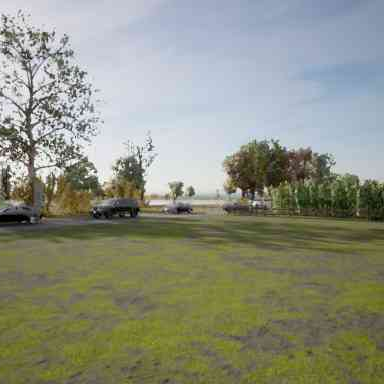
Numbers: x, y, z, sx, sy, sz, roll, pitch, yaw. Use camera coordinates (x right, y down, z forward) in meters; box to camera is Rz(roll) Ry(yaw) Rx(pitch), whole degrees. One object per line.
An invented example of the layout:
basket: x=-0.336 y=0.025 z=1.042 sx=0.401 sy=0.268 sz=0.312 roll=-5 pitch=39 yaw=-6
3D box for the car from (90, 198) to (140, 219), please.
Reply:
car: x=-7.750 y=1.632 z=34.153 sx=2.150 sy=2.045 sz=5.566 roll=-1 pitch=-2 yaw=35

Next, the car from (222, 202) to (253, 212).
car: x=6.581 y=2.224 z=49.579 sx=2.033 sy=1.411 sz=5.357 roll=-1 pitch=-2 yaw=35

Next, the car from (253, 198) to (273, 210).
car: x=12.517 y=2.058 z=58.164 sx=2.150 sy=2.045 sz=5.566 roll=-1 pitch=-2 yaw=35

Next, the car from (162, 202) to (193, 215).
car: x=-1.780 y=2.057 z=42.671 sx=2.128 sy=1.511 sz=4.902 roll=-1 pitch=-1 yaw=35

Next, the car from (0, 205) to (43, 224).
car: x=-13.901 y=1.742 z=25.351 sx=2.128 sy=1.511 sz=4.902 roll=-1 pitch=-2 yaw=35

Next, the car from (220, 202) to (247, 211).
car: x=6.907 y=2.407 z=54.928 sx=2.033 sy=1.411 sz=5.357 roll=-1 pitch=-2 yaw=35
